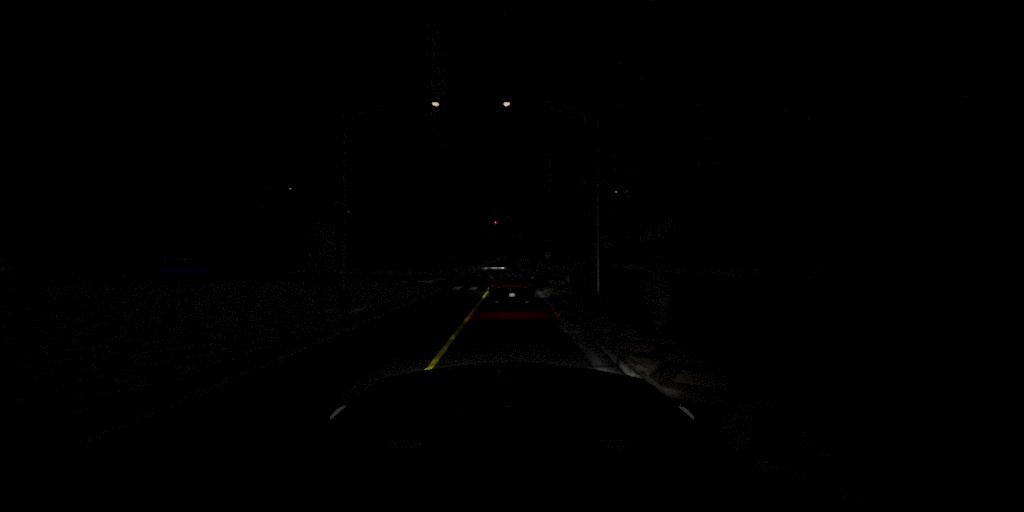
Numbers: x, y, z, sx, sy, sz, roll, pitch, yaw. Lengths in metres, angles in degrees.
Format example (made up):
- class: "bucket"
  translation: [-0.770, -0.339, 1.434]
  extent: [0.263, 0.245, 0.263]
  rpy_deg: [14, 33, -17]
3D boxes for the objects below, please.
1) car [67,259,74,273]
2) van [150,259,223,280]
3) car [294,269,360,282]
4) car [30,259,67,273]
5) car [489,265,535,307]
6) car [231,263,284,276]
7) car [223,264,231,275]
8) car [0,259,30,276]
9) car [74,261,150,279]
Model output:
- class: "car"
  translation: [-43.160, 1.162, 37.716]
  extent: [4.403, 1.370, 2.007]
  rpy_deg: [0, 0, 0]
- class: "van"
  translation: [-26.346, 1.098, 29.088]
  extent: [3.998, 1.789, 1.690]
  rpy_deg: [0, 0, 0]
- class: "car"
  translation: [-14.935, 1.403, 29.018]
  extent: [4.829, 1.417, 1.751]
  rpy_deg: [0, 0, 0]
- class: "car"
  translation: [-48.777, 0.969, 37.751]
  extent: [4.097, 1.591, 1.967]
  rpy_deg: [0, 0, 0]
- class: "car"
  translation: [0.008, 1.365, 16.336]
  extent: [1.882, 1.535, 5.008]
  rpy_deg: [0, 0, 0]
- class: "car"
  translation: [-26.304, 1.402, 37.613]
  extent: [4.313, 1.339, 1.948]
  rpy_deg: [0, 0, 0]
- class: "car"
  translation: [-31.922, 1.312, 37.647]
  extent: [4.507, 1.381, 1.888]
  rpy_deg: [0, 0, 0]
- class: "car"
  translation: [-43.034, 1.057, 29.190]
  extent: [4.829, 1.417, 1.751]
  rpy_deg: [0, 0, 0]
- class: "car"
  translation: [-31.964, 1.238, 29.122]
  extent: [4.403, 1.370, 2.007]
  rpy_deg: [0, 0, 0]
